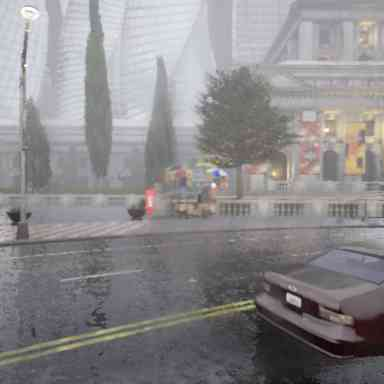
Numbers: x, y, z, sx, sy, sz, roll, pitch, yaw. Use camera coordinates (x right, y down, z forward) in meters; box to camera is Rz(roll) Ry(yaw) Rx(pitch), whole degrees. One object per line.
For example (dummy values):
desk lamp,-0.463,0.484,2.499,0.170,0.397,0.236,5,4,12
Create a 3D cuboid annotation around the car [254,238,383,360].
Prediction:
car,3.659,1.510,5.542,5.357,1.411,2.033,0,1,-24
